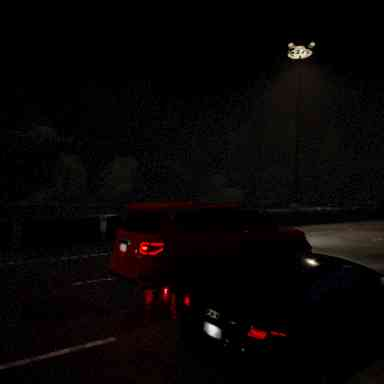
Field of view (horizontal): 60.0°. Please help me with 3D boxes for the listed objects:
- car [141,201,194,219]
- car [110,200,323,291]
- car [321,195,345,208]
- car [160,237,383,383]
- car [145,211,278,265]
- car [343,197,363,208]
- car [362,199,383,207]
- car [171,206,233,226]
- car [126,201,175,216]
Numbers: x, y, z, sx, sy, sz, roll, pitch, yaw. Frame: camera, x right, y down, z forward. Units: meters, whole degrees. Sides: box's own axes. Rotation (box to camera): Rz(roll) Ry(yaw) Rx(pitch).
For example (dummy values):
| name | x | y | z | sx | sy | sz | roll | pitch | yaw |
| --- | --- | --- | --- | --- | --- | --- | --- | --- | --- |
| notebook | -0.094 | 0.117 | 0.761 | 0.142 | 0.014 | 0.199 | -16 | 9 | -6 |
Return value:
| name | x | y | z | sx | sy | sz | roll | pitch | yaw |
| --- | --- | --- | --- | --- | --- | --- | --- | --- | --- |
| car | -2.322 | 1.706 | 32.424 | 4.892 | 1.490 | 1.837 | 1 | 0 | -35 |
| car | 0.721 | 1.297 | 8.573 | 5.566 | 2.045 | 2.150 | 1 | -1 | -36 |
| car | 23.254 | 1.511 | 54.905 | 5.566 | 2.045 | 2.150 | 0 | 0 | -35 |
| car | 1.873 | 1.625 | 5.081 | 4.181 | 1.385 | 1.994 | 1 | -1 | -35 |
| car | 0.858 | 1.601 | 12.954 | 4.902 | 1.511 | 2.128 | 1 | 0 | -35 |
| car | 26.585 | 1.847 | 52.970 | 4.181 | 1.385 | 1.994 | 0 | 0 | -35 |
| car | 28.352 | 1.833 | 49.918 | 5.357 | 1.411 | 2.033 | 0 | 0 | -35 |
| car | 0.833 | 1.791 | 26.077 | 4.718 | 1.301 | 1.895 | 1 | 0 | -35 |
| car | -4.359 | 1.706 | 35.269 | 4.892 | 1.490 | 1.837 | 0 | 0 | -35 |
